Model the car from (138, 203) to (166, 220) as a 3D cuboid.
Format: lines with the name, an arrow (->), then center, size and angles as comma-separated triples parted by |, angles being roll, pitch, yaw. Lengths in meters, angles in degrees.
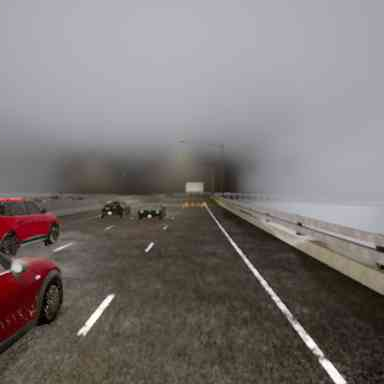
car -> -3.251, 1.573, 27.937 | 1.895, 1.301, 4.718 | 0, 0, 1

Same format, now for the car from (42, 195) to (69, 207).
car -> -20.590, 1.300, 50.342 | 2.097, 1.767, 4.553 | 0, 0, 1

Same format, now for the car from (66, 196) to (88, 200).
car -> -17.085, 1.451, 50.738 | 1.837, 1.490, 4.892 | 0, 0, 1

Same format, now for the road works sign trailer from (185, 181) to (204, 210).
road works sign trailer -> 0.329, 0.419, 42.518 | 2.380, 3.560, 2.880 | 0, 0, 1

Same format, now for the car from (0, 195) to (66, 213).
car -> -6.868, 1.209, 12.190 | 2.150, 2.045, 5.566 | 0, 0, 0

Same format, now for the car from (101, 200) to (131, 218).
car -> -6.731, 1.475, 29.726 | 1.837, 1.490, 4.892 | 0, 0, 1

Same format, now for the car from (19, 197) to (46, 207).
car -> -24.086, 1.512, 50.488 | 1.994, 1.385, 4.181 | 0, 0, 1

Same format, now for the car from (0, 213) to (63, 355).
car -> -3.391, 1.347, 4.231 | 2.097, 1.767, 4.553 | 0, 0, 0
